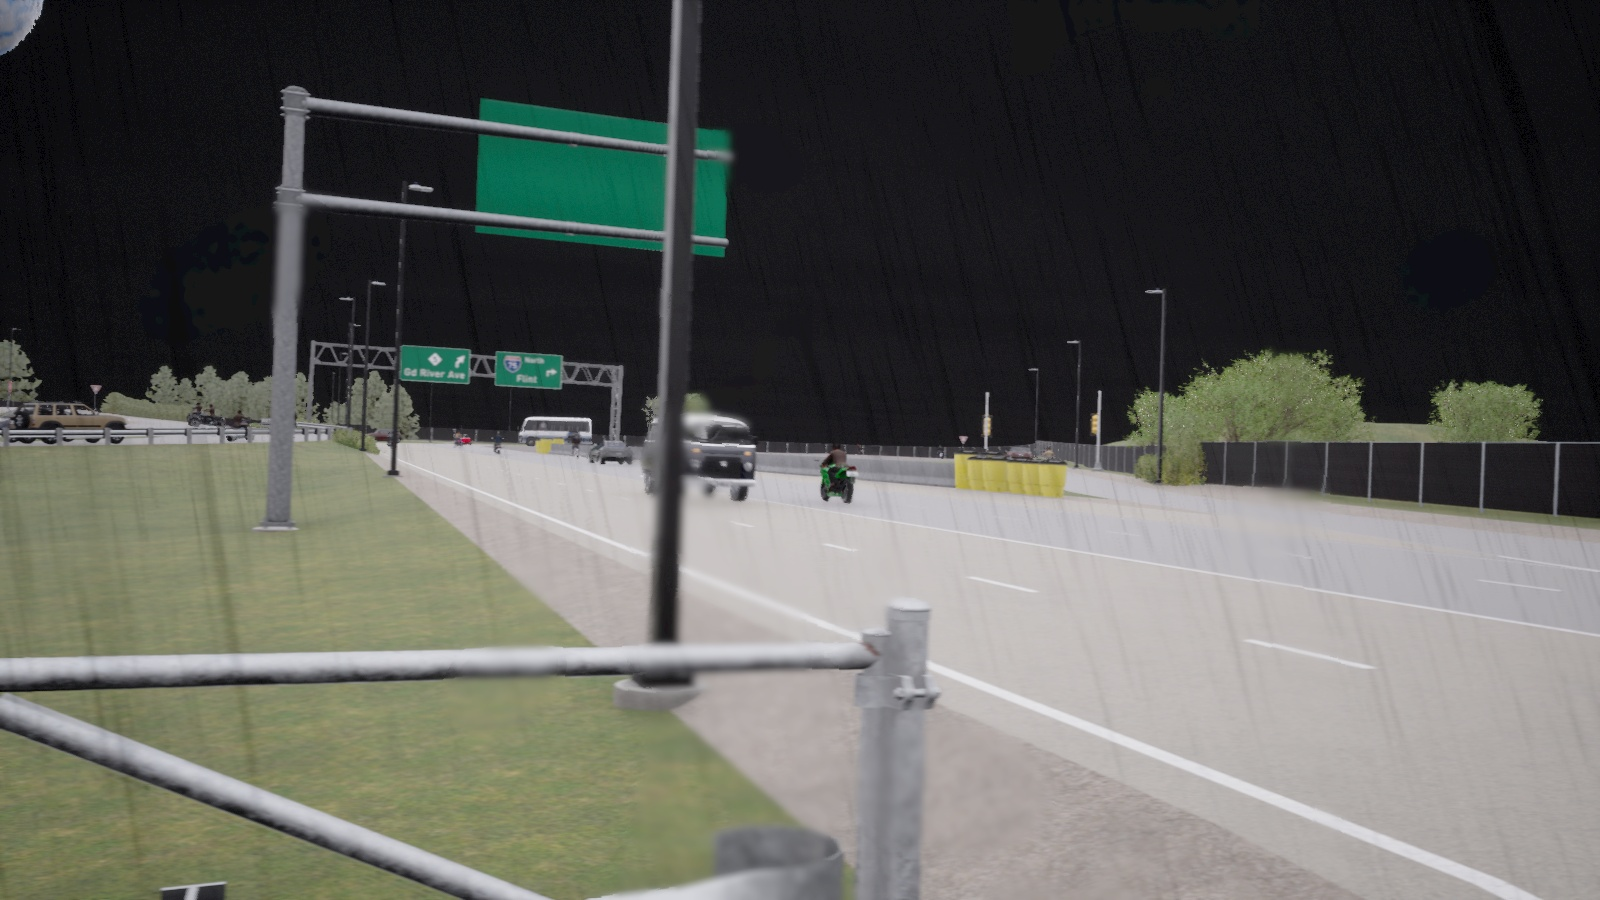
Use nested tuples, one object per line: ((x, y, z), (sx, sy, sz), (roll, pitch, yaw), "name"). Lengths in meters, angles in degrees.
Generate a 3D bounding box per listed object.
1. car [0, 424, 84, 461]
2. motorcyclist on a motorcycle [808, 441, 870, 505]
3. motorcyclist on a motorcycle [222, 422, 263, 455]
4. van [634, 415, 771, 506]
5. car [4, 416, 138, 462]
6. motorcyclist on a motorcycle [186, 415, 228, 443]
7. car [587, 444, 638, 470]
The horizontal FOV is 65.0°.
((-34.496, -0.371, 56.354), (1.789, 1.549, 3.705), (0, 2, 25), "car")
((0.949, 0.558, 31.296), (0.797, 1.523, 2.044), (1, 0, -21), "motorcyclist on a motorcycle")
((-28.147, -0.609, 63.438), (0.766, 1.649, 2.350), (0, 1, 6), "motorcyclist on a motorcycle")
((-2.460, 0.230, 30.428), (2.069, 2.038, 4.480), (1, 0, -21), "van")
((-31.251, -0.505, 53.956), (1.932, 1.855, 4.605), (0, 1, 28), "car")
((-38.174, -1.355, 80.836), (2.350, 1.649, 0.766), (2, 2, 1), "motorcyclist on a motorcycle")
((-10.710, 0.374, 71.520), (1.994, 1.385, 4.181), (1, 0, -21), "car")
